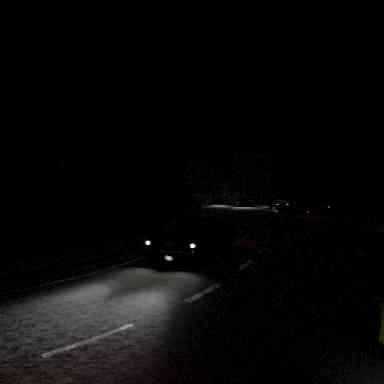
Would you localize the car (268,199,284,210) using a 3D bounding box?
[{"bbox_3d":[11.223,1.601,43.381,1.895,1.301,4.718,0,0,2],"label":"car"}]

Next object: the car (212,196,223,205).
[{"bbox_3d":[4.535,1.493,59.802,2.128,1.511,4.902,0,0,2],"label":"car"}]

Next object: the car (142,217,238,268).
[{"bbox_3d":[0.153,1.601,11.641,1.895,1.301,4.718,0,0,22],"label":"car"}]

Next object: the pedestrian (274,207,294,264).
[{"bbox_3d":[2.647,1.294,9.589,0.375,1.860,0.375,0,0,24],"label":"pedestrian"}]

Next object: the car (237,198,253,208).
[{"bbox_3d":[7.686,1.564,48.907,1.994,1.385,4.181,0,0,2],"label":"car"}]

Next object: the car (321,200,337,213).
[{"bbox_3d":[14.535,1.564,37.169,1.994,1.385,4.181,0,0,2],"label":"car"}]

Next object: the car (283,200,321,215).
[{"bbox_3d":[10.935,1.601,33.359,1.895,1.301,4.718,0,0,2],"label":"car"}]
